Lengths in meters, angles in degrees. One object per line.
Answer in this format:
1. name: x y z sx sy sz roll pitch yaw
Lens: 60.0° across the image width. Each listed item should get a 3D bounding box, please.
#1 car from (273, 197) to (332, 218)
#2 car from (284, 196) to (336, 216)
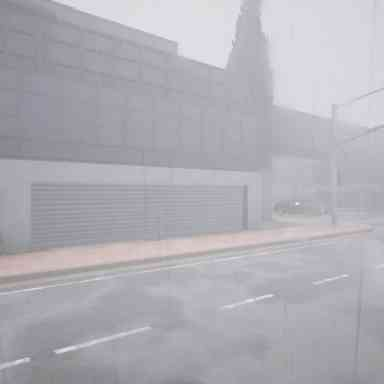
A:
1. car: 9.695 1.491 30.350 2.128 1.511 4.902 0 0 -37
2. car: 11.785 1.352 33.407 2.097 1.767 4.553 0 0 -37
